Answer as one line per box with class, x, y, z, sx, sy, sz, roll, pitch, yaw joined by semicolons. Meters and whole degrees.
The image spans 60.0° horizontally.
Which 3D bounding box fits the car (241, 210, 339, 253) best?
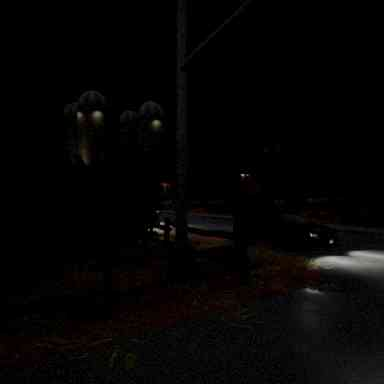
car;3.758;1.526;14.022;1.812;1.442;4.674;0;0;-34
